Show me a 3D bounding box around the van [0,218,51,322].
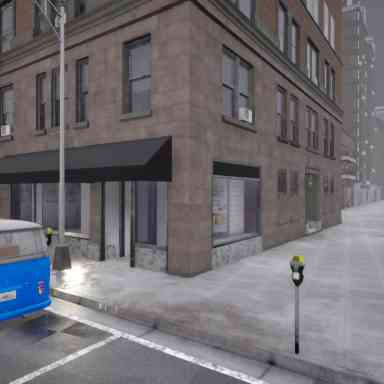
[{"bbox_3d":[-4.308,1.340,6.092,3.998,1.788,1.690,0,0,35],"label":"van"}]
